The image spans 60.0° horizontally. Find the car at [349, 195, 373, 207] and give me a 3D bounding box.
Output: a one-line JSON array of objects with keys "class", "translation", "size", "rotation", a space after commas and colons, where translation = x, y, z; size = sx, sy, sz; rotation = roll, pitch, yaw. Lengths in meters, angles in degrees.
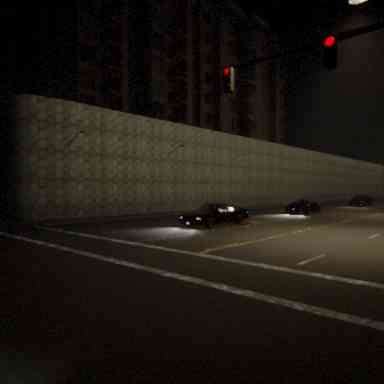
[{"class": "car", "translation": [21.987, 1.112, 43.201], "size": [1.882, 1.535, 5.008], "rotation": [0, 0, 43]}]

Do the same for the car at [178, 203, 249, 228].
[{"class": "car", "translation": [1.544, 1.398, 21.200], "size": [2.033, 1.411, 5.357], "rotation": [0, 1, 42]}]

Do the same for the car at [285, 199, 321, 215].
[{"class": "car", "translation": [10.224, 1.321, 30.573], "size": [1.994, 1.385, 4.181], "rotation": [0, 1, 43]}]
